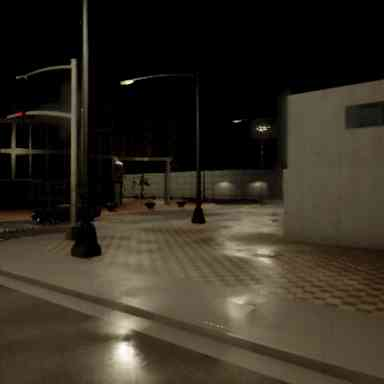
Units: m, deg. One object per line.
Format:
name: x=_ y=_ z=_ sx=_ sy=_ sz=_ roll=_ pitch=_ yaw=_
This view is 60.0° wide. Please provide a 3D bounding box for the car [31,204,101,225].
car: x=-9.065 y=1.566 z=24.193 sx=1.895 sy=1.301 sz=4.718 roll=0 pitch=0 yaw=36
